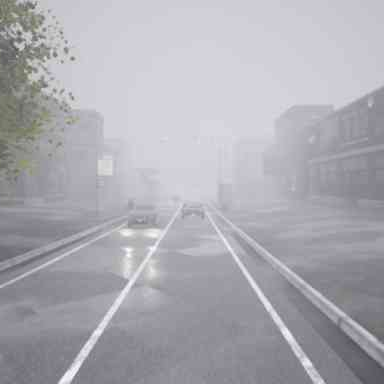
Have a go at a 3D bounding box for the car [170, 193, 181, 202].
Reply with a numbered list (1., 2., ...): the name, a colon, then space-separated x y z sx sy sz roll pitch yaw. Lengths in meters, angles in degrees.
1. car: -3.044 0.983 63.442 1.882 1.535 5.008 0 1 0

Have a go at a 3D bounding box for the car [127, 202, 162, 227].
1. car: -3.106 1.443 22.340 1.837 1.490 4.892 0 0 0

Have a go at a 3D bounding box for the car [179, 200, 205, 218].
1. car: 0.089 1.493 28.799 1.895 1.301 4.718 0 0 0
